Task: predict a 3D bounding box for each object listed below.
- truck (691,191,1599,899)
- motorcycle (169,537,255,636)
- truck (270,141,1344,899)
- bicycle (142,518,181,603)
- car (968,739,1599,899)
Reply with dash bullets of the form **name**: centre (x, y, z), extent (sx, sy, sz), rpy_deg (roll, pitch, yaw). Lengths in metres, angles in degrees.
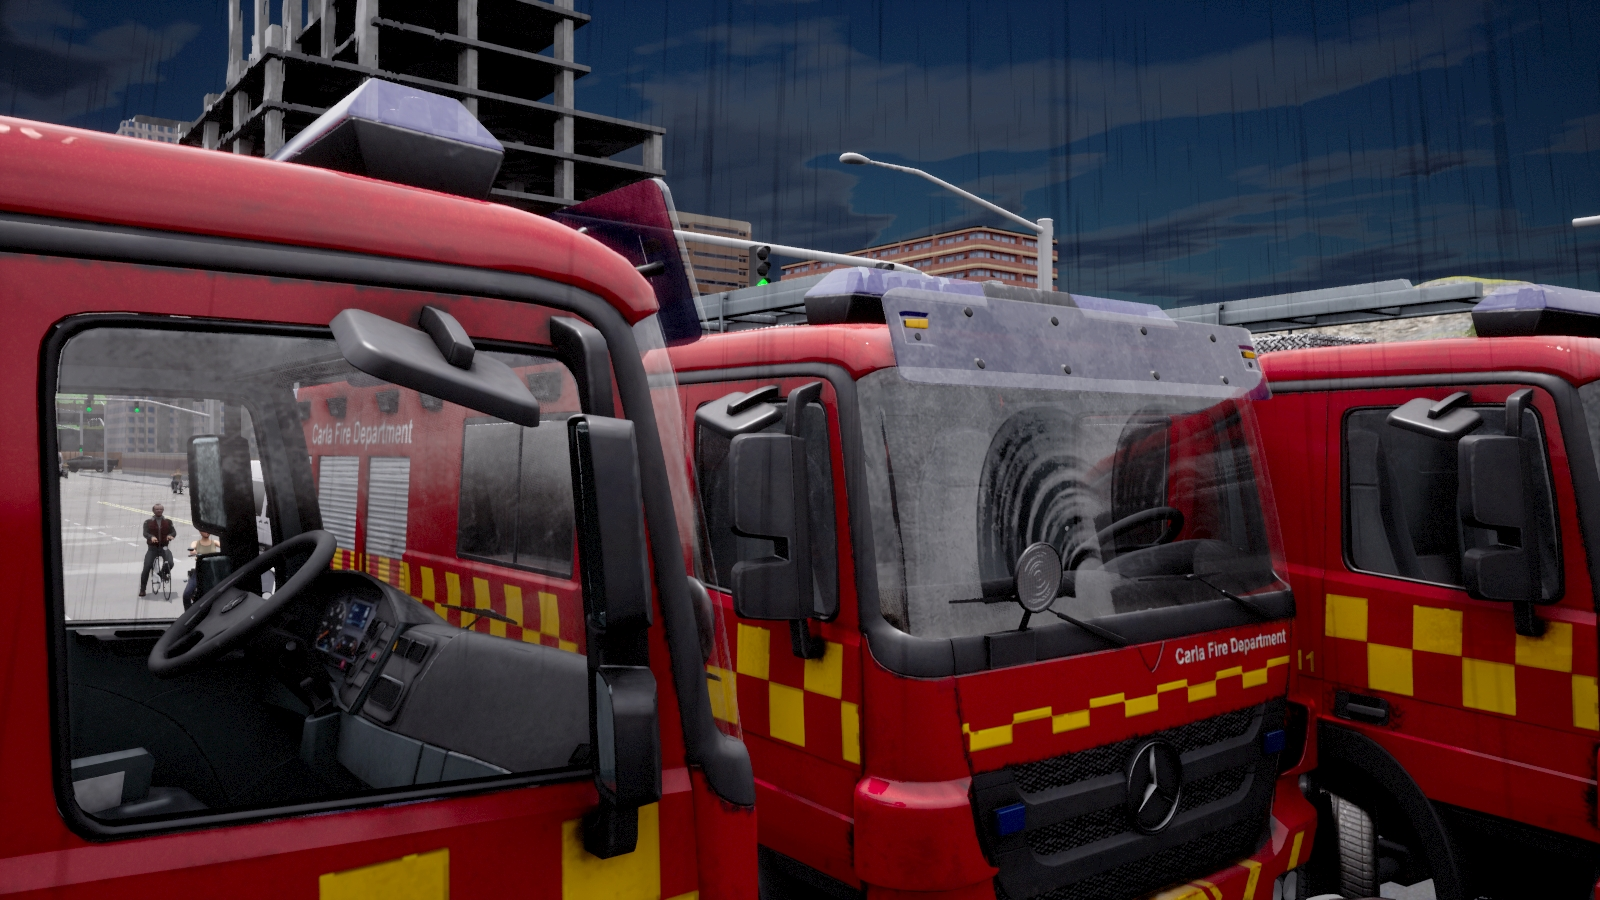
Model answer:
- **truck**: centre (2.348, 0.890, 8.605), extent (2.891, 3.827, 8.468), rpy_deg (0, 0, -31)
- **motorcycle**: centre (-9.533, 2.155, 18.464), extent (0.764, 1.307, 2.356), rpy_deg (0, 0, -39)
- **truck**: centre (-1.099, 0.890, 8.003), extent (2.891, 3.827, 8.468), rpy_deg (0, 0, -38)
- **bicycle**: centre (-12.095, 2.060, 21.614), extent (0.329, 1.471, 1.835), rpy_deg (0, 0, -39)
- **car**: centre (2.437, 2.065, 3.109), extent (1.970, 1.475, 3.806), rpy_deg (0, 0, -30)
